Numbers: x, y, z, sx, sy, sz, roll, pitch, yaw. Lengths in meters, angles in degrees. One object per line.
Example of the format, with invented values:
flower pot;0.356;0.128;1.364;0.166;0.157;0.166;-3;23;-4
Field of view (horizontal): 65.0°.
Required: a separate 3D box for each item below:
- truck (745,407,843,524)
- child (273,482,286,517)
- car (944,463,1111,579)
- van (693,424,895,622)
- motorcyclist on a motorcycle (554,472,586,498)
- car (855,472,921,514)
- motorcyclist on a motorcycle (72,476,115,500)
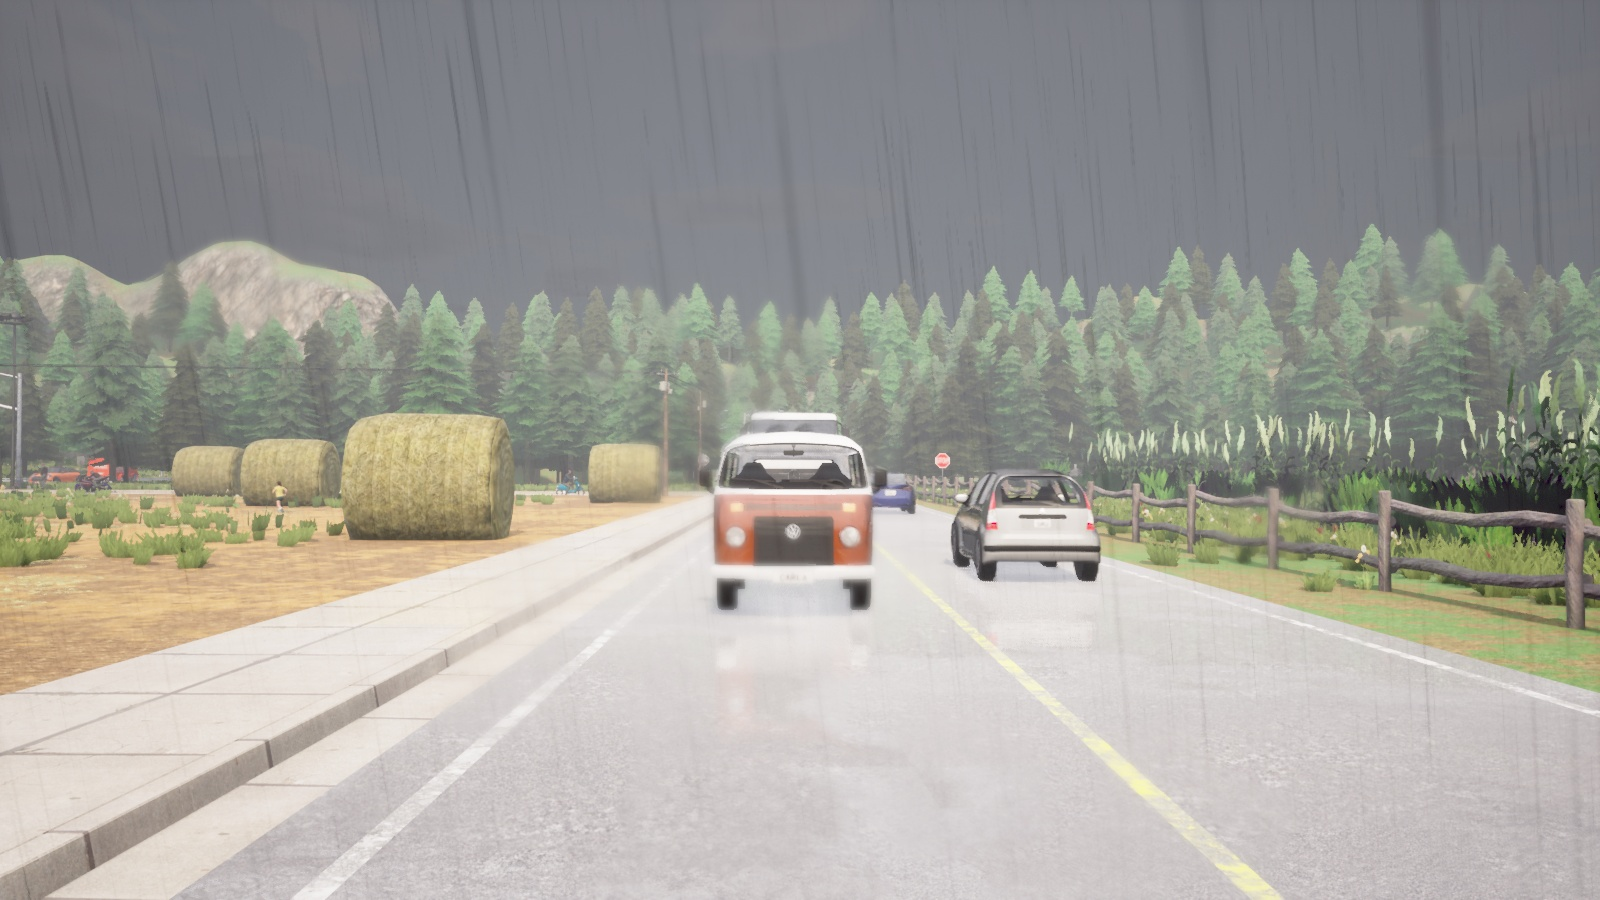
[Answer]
truck;-0.192;0.525;41.307;2.891;3.462;7.936;0;-1;0
child;-16.748;1.596;40.401;0.394;1.110;0.255;-1;-1;40
car;3.408;1.027;19.574;1.851;1.617;3.988;0;-1;0
van;-0.073;0.793;15.209;2.069;2.038;4.480;0;-1;0
motorcyclist on a motorcycle;-14.043;2.144;76.696;1.817;1.590;0.866;0;-1;-3
car;3.283;1.601;47.752;2.163;1.488;4.792;0;-1;0
motorcyclist on a motorcycle;-44.225;2.378;78.594;2.191;1.530;0.866;0;-1;-3
